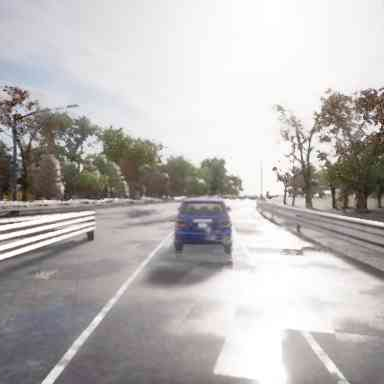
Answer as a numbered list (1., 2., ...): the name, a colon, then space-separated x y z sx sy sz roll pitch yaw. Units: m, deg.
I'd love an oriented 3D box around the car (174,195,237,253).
1. car: 0.517 1.257 14.123 2.150 2.045 5.566 0 0 3
